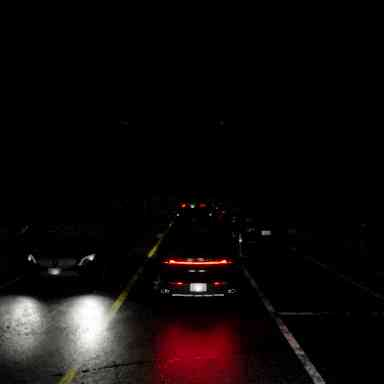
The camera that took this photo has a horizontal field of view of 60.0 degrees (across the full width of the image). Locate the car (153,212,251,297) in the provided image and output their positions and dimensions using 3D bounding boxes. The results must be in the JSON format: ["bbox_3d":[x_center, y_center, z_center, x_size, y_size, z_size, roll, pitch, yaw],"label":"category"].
[{"bbox_3d":[0.117,1.503,8.528,1.837,1.490,4.892,0,0,0],"label":"car"}]

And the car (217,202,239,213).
[{"bbox_3d":[2.786,1.543,20.002,1.887,1.381,4.507,-1,0,0],"label":"car"}]

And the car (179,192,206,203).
[{"bbox_3d":[0.050,1.220,28.511,2.150,2.045,5.566,0,0,0],"label":"car"}]

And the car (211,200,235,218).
[{"bbox_3d":[2.806,1.543,31.013,1.887,1.381,4.507,-1,0,0],"label":"car"}]

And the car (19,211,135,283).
[{"bbox_3d":[-3.081,1.524,9.811,1.812,1.442,4.674,0,0,0],"label":"car"}]

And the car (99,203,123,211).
[{"bbox_3d":[-5.739,1.564,20.018,1.947,1.339,4.313,-1,0,0],"label":"car"}]

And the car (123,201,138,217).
[{"bbox_3d":[-5.729,1.549,25.523,2.008,1.369,4.403,-1,0,0],"label":"car"}]

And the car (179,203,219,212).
[{"bbox_3d":[0.126,1.545,18.266,2.033,1.411,5.357,0,0,0],"label":"car"}]

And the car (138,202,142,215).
[{"bbox_3d":[-5.719,1.544,31.029,1.887,1.381,4.507,-1,0,0],"label":"car"}]

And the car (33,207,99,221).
[{"bbox_3d":[-5.750,1.438,14.512,1.967,1.590,4.097,-1,0,0],"label":"car"}]

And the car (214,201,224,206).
[{"bbox_3d":[2.796,1.543,25.508,1.887,1.381,4.507,-1,0,0],"label":"car"}]

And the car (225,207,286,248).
[{"bbox_3d":[2.776,1.564,14.497,1.947,1.339,4.313,-1,0,0],"label":"car"}]
